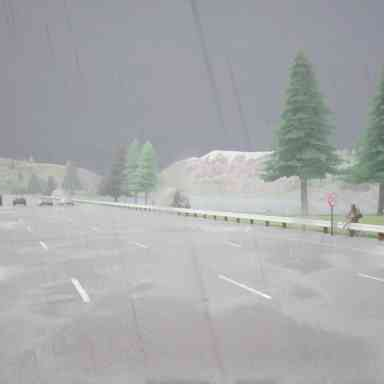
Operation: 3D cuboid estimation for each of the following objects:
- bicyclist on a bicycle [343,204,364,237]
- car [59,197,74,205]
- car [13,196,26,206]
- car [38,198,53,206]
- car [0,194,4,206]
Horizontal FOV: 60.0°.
[{"bbox_3d":[8.097,1.437,16.590,1.656,1.620,0.582,5,-2,-30],"label":"bicyclist on a bicycle"},{"bbox_3d":[-21.663,1.526,57.301,1.812,1.442,4.674,0,0,-30],"label":"car"},{"bbox_3d":[-29.355,1.491,56.549,2.128,1.511,4.902,0,0,-31],"label":"car"},{"bbox_3d":[-24.036,1.601,54.446,1.895,1.301,4.718,0,0,-31],"label":"car"},{"bbox_3d":[-32.004,1.221,54.156,2.150,2.045,5.566,0,0,-31],"label":"car"}]
